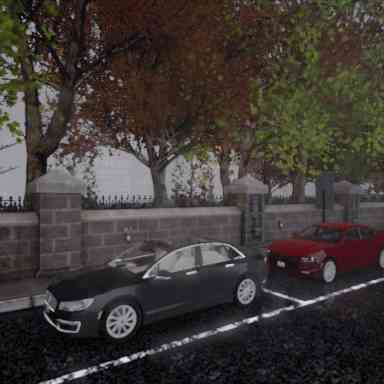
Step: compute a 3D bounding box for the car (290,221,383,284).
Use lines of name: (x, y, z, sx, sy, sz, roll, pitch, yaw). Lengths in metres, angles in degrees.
car: (4.053, 1.560, 9.606, 4.507, 1.381, 1.887, 0, 0, -35)

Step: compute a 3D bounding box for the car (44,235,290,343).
car: (-0.427, 1.556, 6.347, 4.403, 1.369, 2.008, 0, 0, -35)
